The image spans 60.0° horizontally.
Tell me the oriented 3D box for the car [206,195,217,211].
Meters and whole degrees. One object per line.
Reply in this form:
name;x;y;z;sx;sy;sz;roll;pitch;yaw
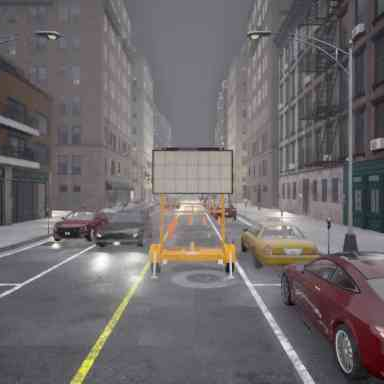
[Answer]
car;2.706;1.436;33.595;1.967;1.590;4.097;0;0;0

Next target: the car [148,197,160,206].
car;-5.307;1.435;39.293;1.967;1.590;4.097;0;0;0

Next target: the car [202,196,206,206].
car;2.729;1.545;44.960;2.008;1.369;4.403;0;0;0

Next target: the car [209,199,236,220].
car;2.694;1.542;27.913;1.887;1.381;4.507;0;0;0

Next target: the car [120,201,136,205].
car;-5.342;1.549;22.246;2.008;1.369;4.403;0;0;0

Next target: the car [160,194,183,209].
car;-2.661;1.346;43.784;2.097;1.767;4.553;0;0;0

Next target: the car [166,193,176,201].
car;-5.248;1.299;83.217;2.192;1.841;5.009;0;0;0

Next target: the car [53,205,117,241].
car;-5.354;1.543;16.564;1.887;1.381;4.507;0;0;0

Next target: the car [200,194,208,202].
car;2.741;1.308;50.642;2.192;1.841;5.009;0;0;0

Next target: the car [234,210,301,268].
car;2.660;1.525;11.036;1.752;1.417;4.829;0;0;0

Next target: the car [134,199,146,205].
car;-5.331;1.542;27.929;1.887;1.381;4.507;0;0;0

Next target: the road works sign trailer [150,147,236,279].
road works sign trailer;0.021;0.464;10.058;2.380;3.560;2.880;0;0;0

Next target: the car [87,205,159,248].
car;-2.820;1.546;15.119;2.033;1.411;5.357;0;0;0

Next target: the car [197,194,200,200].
car;2.860;1.301;77.698;2.192;1.841;5.009;0;0;0

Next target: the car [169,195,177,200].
car;-5.221;1.532;94.224;2.008;1.369;4.403;0;0;0

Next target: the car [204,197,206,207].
car;2.718;1.540;39.277;1.887;1.381;4.507;0;0;0

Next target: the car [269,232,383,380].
car;2.648;1.582;5.183;1.802;1.307;4.206;0;0;0

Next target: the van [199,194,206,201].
van;2.874;1.324;88.705;1.690;1.788;3.998;0;0;0

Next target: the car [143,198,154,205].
car;-5.319;1.562;33.611;1.947;1.339;4.313;0;0;0

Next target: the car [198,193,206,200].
car;2.880;1.296;94.209;2.192;1.841;5.009;0;0;0

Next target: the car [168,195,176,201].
car;-5.235;1.548;88.721;1.947;1.339;4.313;0;0;0

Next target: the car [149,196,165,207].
car;-5.284;1.433;50.658;1.967;1.590;4.097;0;0;0
